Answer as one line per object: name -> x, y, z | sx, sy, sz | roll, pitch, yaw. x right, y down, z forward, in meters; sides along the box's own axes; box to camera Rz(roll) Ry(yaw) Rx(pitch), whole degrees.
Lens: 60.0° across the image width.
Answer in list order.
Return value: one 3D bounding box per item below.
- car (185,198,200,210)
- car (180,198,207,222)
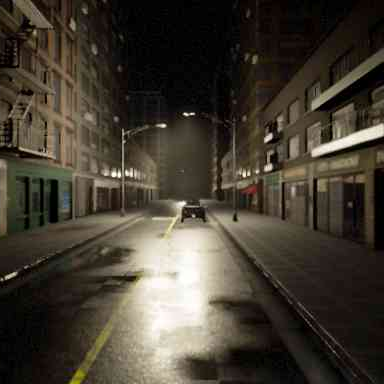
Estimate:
car -> 0.115, 1.498, 42.993 | 1.837, 1.490, 4.892 | 0, 0, 0
car -> 0.110, 1.496, 26.435 | 1.837, 1.490, 4.892 | 0, 0, 0
